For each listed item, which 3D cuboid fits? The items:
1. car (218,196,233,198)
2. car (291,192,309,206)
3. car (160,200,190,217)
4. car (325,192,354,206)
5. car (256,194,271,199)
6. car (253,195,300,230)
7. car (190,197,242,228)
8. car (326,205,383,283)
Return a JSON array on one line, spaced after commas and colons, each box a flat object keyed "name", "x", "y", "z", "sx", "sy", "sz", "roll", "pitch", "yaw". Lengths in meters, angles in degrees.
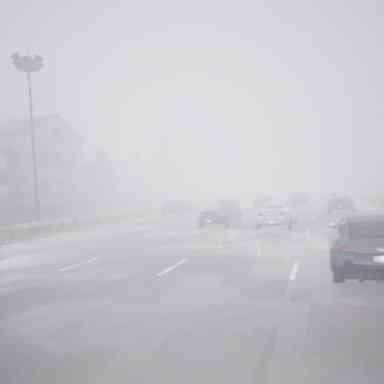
[{"name": "car", "x": 3.687, "y": 1.145, "z": 34.842, "sx": 2.128, "sy": 1.511, "sz": 4.902, "roll": -4, "pitch": 0, "yaw": 22}, {"name": "car", "x": 11.061, "y": 0.714, "z": 34.487, "sx": 1.812, "sy": 1.442, "sz": 4.674, "roll": -4, "pitch": 0, "yaw": 21}, {"name": "car", "x": -1.318, "y": 1.485, "z": 31.689, "sx": 1.837, "sy": 1.490, "sz": 4.892, "roll": -4, "pitch": 0, "yaw": 22}, {"name": "car", "x": 11.127, "y": 0.740, "z": 25.148, "sx": 1.812, "sy": 1.442, "sz": 4.674, "roll": -4, "pitch": 0, "yaw": 22}, {"name": "car", "x": 7.882, "y": 0.949, "z": 35.930, "sx": 1.994, "sy": 1.385, "sz": 4.181, "roll": -4, "pitch": 0, "yaw": 22}, {"name": "car", "x": 4.676, "y": 1.169, "z": 18.343, "sx": 1.812, "sy": 1.442, "sz": 4.674, "roll": -4, "pitch": 0, "yaw": 22}, {"name": "car", "x": 1.757, "y": 1.347, "z": 20.472, "sx": 1.812, "sy": 1.442, "sz": 4.674, "roll": -4, "pitch": 0, "yaw": 22}, {"name": "car", "x": 4.531, "y": 1.249, "z": 8.479, "sx": 1.994, "sy": 1.385, "sz": 4.181, "roll": -4, "pitch": 0, "yaw": 22}]
